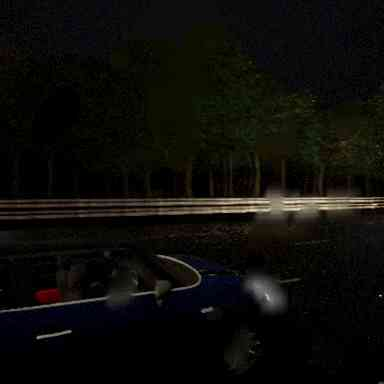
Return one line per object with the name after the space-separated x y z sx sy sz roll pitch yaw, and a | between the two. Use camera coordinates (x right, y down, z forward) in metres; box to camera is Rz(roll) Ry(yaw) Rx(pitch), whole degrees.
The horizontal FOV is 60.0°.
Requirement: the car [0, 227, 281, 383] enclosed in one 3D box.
-1.139 1.219 3.892 4.553 1.767 2.097 0 2 -29 | car
